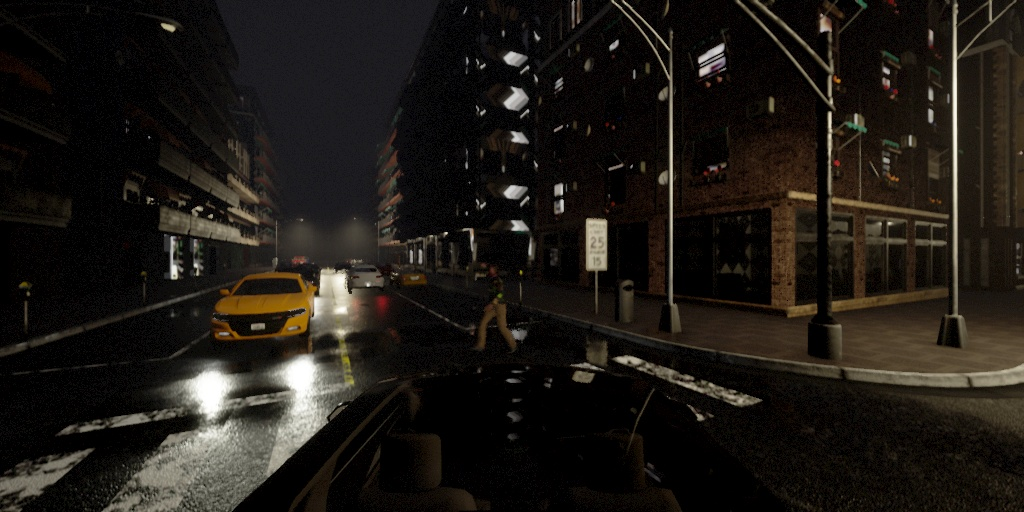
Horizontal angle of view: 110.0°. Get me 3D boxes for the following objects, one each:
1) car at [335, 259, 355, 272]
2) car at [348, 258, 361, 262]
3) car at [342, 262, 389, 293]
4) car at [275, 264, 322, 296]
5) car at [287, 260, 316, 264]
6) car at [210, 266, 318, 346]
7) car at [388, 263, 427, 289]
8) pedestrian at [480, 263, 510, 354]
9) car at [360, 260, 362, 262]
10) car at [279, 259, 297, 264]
[{"bbox_3d":[-21.301,1.317,45.215,1.895,1.301,4.718,0,0,-27],"label":"car"},{"bbox_3d":[-24.839,1.268,57.652,2.007,1.370,4.403,0,0,-27],"label":"car"},{"bbox_3d":[-8.551,1.245,20.665,1.812,1.442,4.674,0,0,-27],"label":"car"},{"bbox_3d":[-11.078,1.286,18.591,1.994,1.385,4.181,0,0,-27],"label":"car"},{"bbox_3d":[-15.937,1.264,27.959,2.033,1.411,5.357,0,0,-27],"label":"car"},{"bbox_3d":[-6.510,1.212,9.784,1.882,1.535,5.008,0,0,-27],"label":"car"},{"bbox_3d":[-6.654,1.242,22.629,1.751,1.417,4.829,0,0,-27],"label":"car"},{"bbox_3d":[-0.340,1.034,7.148,0.375,1.860,0.375,0,0,-27],"label":"pedestrian"},{"bbox_3d":[-14.402,1.258,37.551,1.888,1.381,4.507,0,0,-27],"label":"car"},{"bbox_3d":[-24.458,1.302,38.732,1.802,1.307,4.207,0,0,-27],"label":"car"}]
